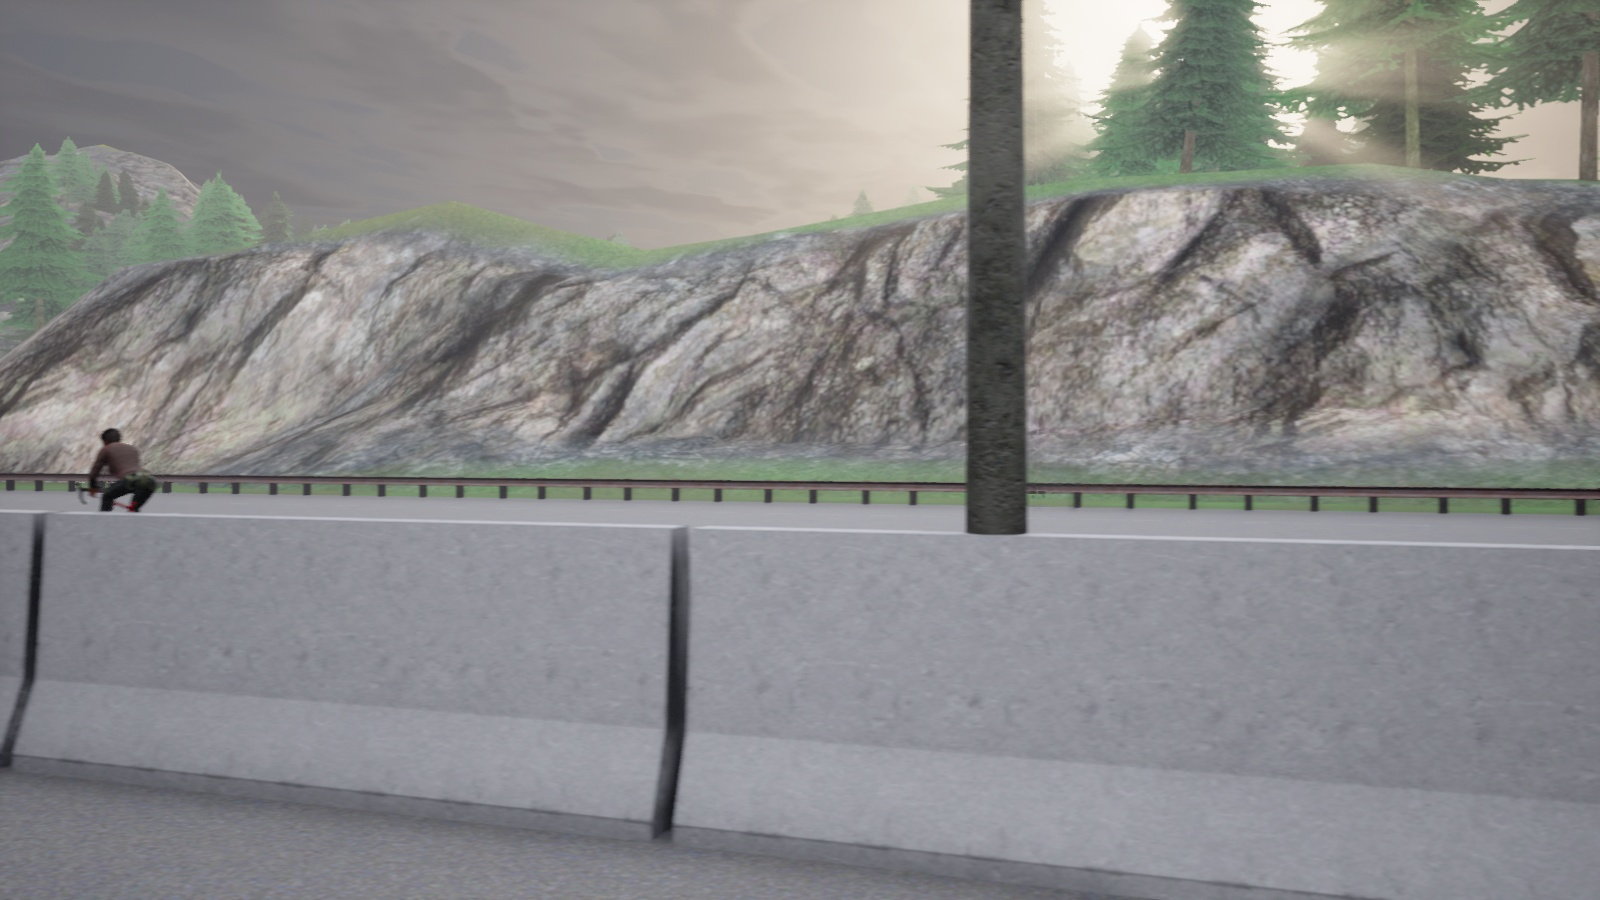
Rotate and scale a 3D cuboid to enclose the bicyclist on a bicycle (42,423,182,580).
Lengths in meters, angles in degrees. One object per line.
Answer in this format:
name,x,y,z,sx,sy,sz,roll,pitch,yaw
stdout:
bicyclist on a bicycle,-7.490,0.532,13.649,1.656,1.620,0.582,0,0,32
